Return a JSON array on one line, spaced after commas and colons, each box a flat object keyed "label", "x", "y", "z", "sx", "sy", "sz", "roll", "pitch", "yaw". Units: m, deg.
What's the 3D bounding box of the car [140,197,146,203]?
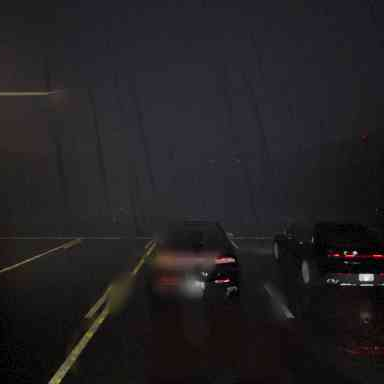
[{"label": "car", "x": -10.372, "y": 1.600, "z": 65.688, "sx": 1.895, "sy": 1.301, "sz": 4.718, "roll": 0, "pitch": 0, "yaw": 1}]

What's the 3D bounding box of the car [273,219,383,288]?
[{"label": "car", "x": 3.600, "y": 1.505, "z": 9.241, "sx": 1.837, "sy": 1.490, "sz": 4.892, "roll": 0, "pitch": 0, "yaw": 1}]

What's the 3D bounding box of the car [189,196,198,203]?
[{"label": "car", "x": 0.255, "y": 1.491, "z": 66.855, "sx": 2.128, "sy": 1.511, "sz": 4.902, "roll": 0, "pitch": 0, "yaw": 0}]

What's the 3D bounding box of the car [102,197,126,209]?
[{"label": "car", "x": -10.497, "y": 1.601, "z": 44.241, "sx": 1.895, "sy": 1.301, "sz": 4.718, "roll": 0, "pitch": 0, "yaw": 0}]

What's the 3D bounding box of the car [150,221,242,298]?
[{"label": "car", "x": 0.095, "y": 1.492, "z": 8.478, "sx": 2.128, "sy": 1.511, "sz": 4.902, "roll": 0, "pitch": 0, "yaw": 0}]

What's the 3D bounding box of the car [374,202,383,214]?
[{"label": "car", "x": 18.108, "y": 1.061, "z": 28.274, "sx": 4.902, "sy": 1.511, "sz": 2.128, "roll": -5, "pitch": 0, "yaw": 0}]

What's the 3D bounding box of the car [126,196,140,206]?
[{"label": "car", "x": -10.461, "y": 1.491, "z": 54.417, "sx": 2.128, "sy": 1.511, "sz": 4.902, "roll": 0, "pitch": 0, "yaw": 0}]
